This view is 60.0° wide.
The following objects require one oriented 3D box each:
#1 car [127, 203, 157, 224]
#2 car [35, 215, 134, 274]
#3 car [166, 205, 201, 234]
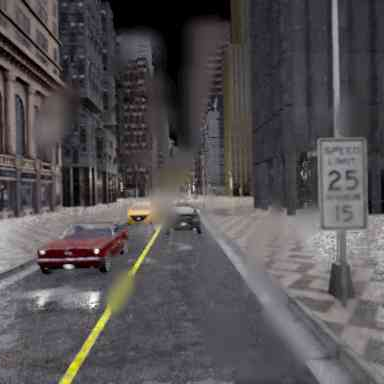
[{"bbox_3d":[-3.783,1.585,25.599,1.882,1.535,5.008,-1,0,-2],"label":"car"},{"bbox_3d":[-3.352,1.687,11.084,1.895,1.301,4.718,-1,0,-2],"label":"car"},{"bbox_3d":[-0.520,1.507,19.598,1.882,1.535,5.008,-1,0,-2],"label":"car"}]
